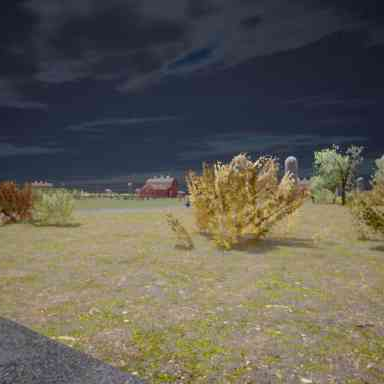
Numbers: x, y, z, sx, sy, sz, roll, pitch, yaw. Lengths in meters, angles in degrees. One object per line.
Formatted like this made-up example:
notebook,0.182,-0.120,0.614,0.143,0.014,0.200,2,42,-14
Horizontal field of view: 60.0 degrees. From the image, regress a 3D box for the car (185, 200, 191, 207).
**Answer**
car,0.700,2.067,62.467,1.837,1.490,4.892,-1,-1,36
